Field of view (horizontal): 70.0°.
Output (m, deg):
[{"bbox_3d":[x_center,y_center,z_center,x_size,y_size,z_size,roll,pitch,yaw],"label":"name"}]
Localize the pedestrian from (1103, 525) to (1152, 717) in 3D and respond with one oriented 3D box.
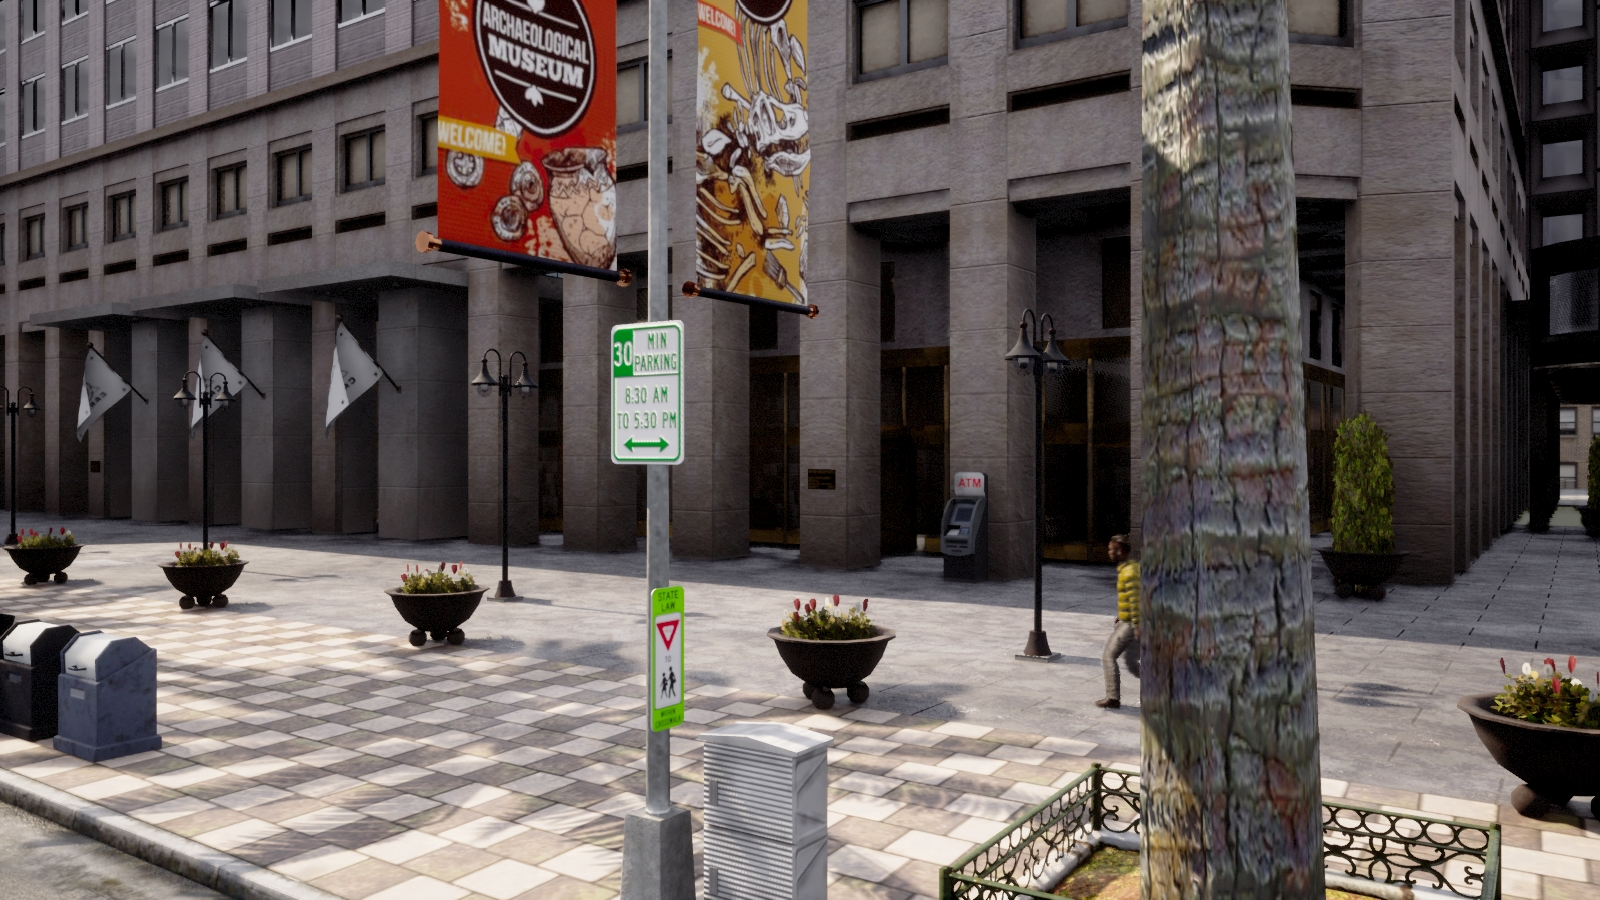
[{"bbox_3d":[3.310,1.701,11.531,0.375,1.860,0.375,0,0,34],"label":"pedestrian"}]
